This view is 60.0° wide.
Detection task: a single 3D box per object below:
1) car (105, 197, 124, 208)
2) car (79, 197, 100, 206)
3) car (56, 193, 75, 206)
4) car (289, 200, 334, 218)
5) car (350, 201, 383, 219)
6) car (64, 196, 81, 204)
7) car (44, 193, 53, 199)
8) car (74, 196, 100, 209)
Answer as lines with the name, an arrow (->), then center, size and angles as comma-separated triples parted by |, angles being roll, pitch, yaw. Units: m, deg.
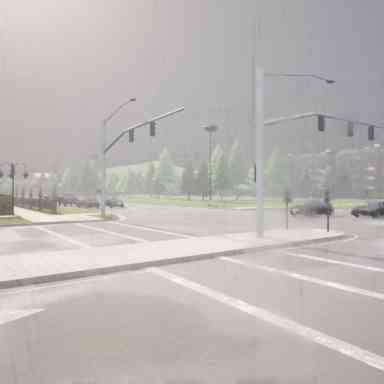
car -> -11.387, 1.491, 47.620 | 2.128, 1.511, 4.902 | 0, 0, -36
car -> -17.146, 1.564, 55.563 | 1.994, 1.385, 4.181 | 0, 0, -36
car -> -19.903, 1.221, 53.400 | 2.150, 2.045, 5.566 | 0, 0, -36
car -> 10.861, 1.492, 30.122 | 4.902, 1.511, 2.128 | 0, 0, -35
car -> 16.366, 1.547, 29.740 | 5.357, 1.411, 2.033 | 0, 0, -35
car -> -22.954, 1.564, 63.658 | 1.994, 1.385, 4.181 | 0, 0, -36
car -> -26.038, 1.221, 61.947 | 2.150, 2.045, 5.566 | 0, 0, -35
car -> -14.192, 1.601, 45.524 | 1.895, 1.301, 4.718 | 0, 0, -36
